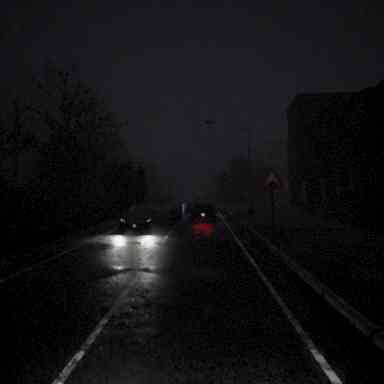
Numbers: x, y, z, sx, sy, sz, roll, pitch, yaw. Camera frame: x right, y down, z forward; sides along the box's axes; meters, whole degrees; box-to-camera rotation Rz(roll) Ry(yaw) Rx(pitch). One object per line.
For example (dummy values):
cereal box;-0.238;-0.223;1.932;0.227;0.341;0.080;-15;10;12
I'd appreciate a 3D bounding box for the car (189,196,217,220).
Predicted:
car;0.852;1.314;25.959;1.837;1.490;4.892;0;1;2

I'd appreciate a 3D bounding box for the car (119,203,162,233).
car;-2.798;1.391;18.910;1.812;1.442;4.674;0;0;2

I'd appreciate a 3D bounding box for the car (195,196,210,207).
car;1.380;1.225;43.904;1.895;1.301;4.718;-1;0;2
